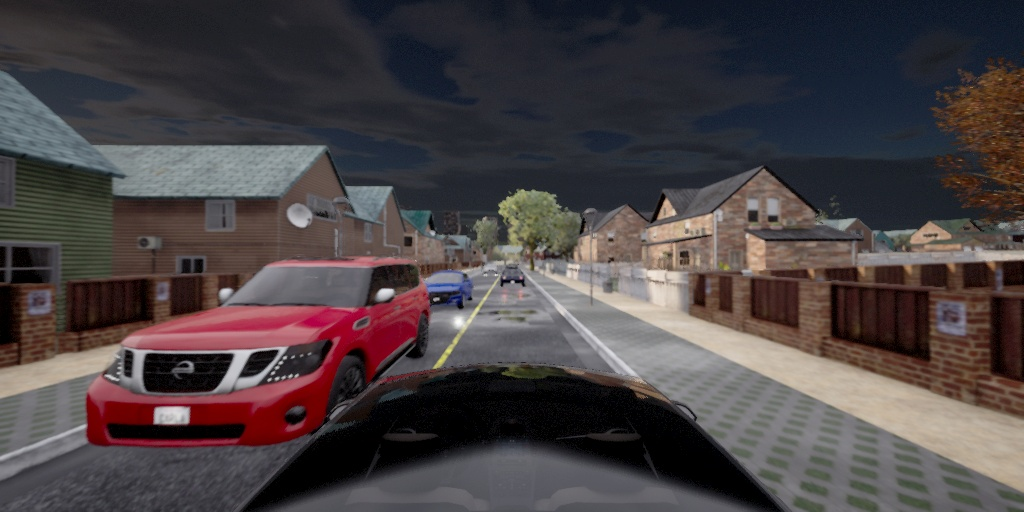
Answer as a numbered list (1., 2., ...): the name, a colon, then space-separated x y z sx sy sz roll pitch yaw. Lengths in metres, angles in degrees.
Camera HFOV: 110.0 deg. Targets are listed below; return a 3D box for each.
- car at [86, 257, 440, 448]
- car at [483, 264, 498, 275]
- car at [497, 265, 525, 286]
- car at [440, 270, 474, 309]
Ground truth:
1. car: -2.850 1.022 5.777 2.150 2.045 5.566 0 -1 0
2. car: -2.941 1.824 50.395 1.812 1.442 4.674 0 -1 0
3. car: 0.046 1.665 28.798 1.895 1.301 4.718 0 -1 0
4. car: -2.870 1.402 16.216 1.882 1.535 5.008 0 -1 0
